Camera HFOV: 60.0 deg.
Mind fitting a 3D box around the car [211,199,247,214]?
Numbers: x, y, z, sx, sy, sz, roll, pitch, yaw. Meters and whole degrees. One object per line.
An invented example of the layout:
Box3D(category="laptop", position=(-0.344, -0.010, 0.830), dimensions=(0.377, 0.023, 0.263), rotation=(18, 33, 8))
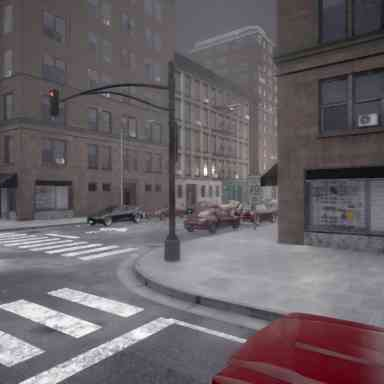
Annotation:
Box3D(category="car", position=(4.186, 1.544, 36.856), dimensions=(1.752, 1.417, 4.829), rotation=(0, 0, 36))

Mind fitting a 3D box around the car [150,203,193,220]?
Box3D(category="car", position=(-2.132, 1.604, 28.016), dimensions=(1.802, 1.307, 4.206), rotation=(0, 0, 36))

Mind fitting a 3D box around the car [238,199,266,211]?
Box3D(category="car", position=(7.493, 1.600, 41.485), dimensions=(1.802, 1.307, 4.206), rotation=(0, 0, 36))

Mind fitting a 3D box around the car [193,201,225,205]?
Box3D(category="car", position=(1.077, 1.565, 32.505), dimensions=(1.887, 1.381, 4.507), rotation=(0, 0, 36))

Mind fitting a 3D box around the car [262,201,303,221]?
Box3D(category="car", position=(7.706, 1.495, 27.980), dimensions=(1.752, 1.417, 4.829), rotation=(0, 0, 36))

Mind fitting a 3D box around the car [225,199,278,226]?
Box3D(category="car", position=(4.398, 1.412, 23.352), dimensions=(1.967, 1.590, 4.097), rotation=(0, 0, 36))

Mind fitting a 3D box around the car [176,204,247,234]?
Box3D(category="car", position=(1.190, 1.555, 18.861), dimensions=(1.802, 1.307, 4.206), rotation=(0, 0, 36))

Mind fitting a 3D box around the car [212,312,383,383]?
Box3D(category="car", position=(2.397, 1.601, 1.981), dimensions=(4.718, 1.301, 1.895), rotation=(0, 0, 36))

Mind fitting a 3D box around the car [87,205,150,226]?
Box3D(category="car", position=(-5.340, 1.590, 23.526), dimensions=(1.947, 1.339, 4.313), rotation=(0, 0, 36))

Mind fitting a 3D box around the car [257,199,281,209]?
Box3D(category="car", position=(10.701, 1.601, 45.974), dimensions=(1.802, 1.307, 4.206), rotation=(0, 0, 36))
